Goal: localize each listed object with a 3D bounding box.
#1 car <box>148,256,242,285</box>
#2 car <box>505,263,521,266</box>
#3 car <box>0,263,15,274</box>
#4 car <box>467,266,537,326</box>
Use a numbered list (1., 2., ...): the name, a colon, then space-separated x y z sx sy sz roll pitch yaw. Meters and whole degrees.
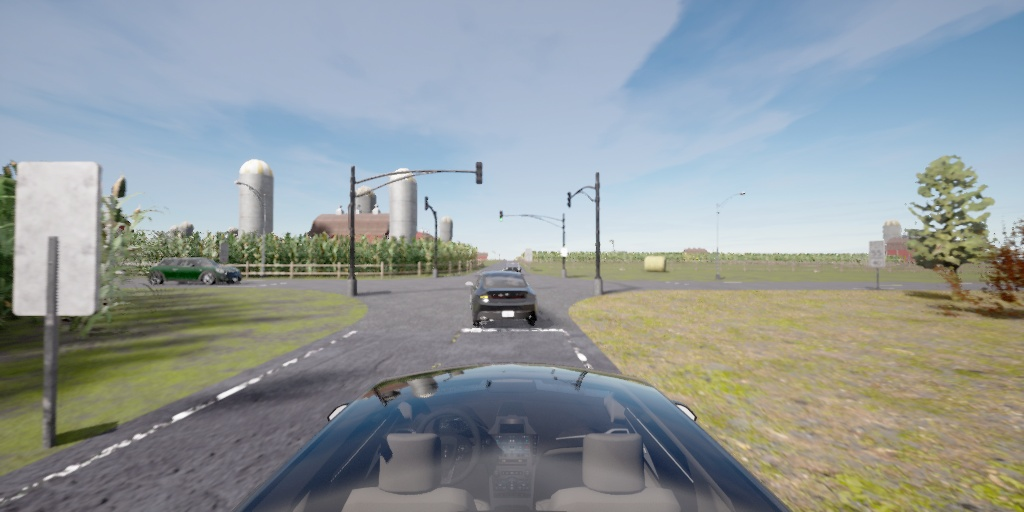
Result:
1. car: -19.695 0.891 22.497 4.553 1.767 2.097 0 -1 -3
2. car: 0.087 1.336 37.630 1.895 1.301 4.718 0 0 0
3. car: -30.140 0.933 21.926 5.008 1.535 1.882 0 -1 -3
4. car: -0.429 1.247 11.732 1.837 1.490 4.892 0 0 -8
